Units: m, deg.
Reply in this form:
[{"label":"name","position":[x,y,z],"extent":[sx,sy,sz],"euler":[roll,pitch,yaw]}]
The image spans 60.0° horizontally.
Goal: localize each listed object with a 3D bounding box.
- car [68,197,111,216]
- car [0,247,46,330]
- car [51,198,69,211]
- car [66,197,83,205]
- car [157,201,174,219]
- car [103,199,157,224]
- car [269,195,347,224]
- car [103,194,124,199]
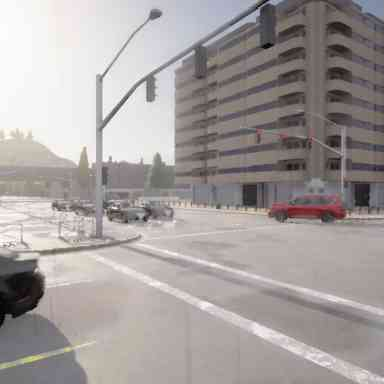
[{"label":"car","position":[-10.309,1.547,33.209],"extent":[2.128,1.511,4.902],"euler":[0,0,-35]},{"label":"car","position":[-4.808,1.504,4.871],"extent":[4.892,1.490,1.837],"euler":[0,0,-36]},{"label":"car","position":[-16.115,1.547,41.424],"extent":[2.128,1.511,4.902],"euler":[0,0,-35]},{"label":"car","position":[-22.008,1.619,62.189],"extent":[1.994,1.385,4.181],"euler":[0,0,-35]},{"label":"car","position":[-3.395,1.547,29.499],"extent":[2.128,1.511,4.902],"euler":[0,0,-35]},{"label":"car","position":[-5.063,1.547,25.796],"extent":[2.128,1.511,4.902],"euler":[0,0,-35]},{"label":"car","position":[8.659,1.267,25.122],"extent":[5.566,2.045,2.150],"euler":[0,2,24]},{"label":"car","position":[-9.095,1.277,37.551],"extent":[2.150,2.045,5.566],"euler":[0,0,-35]}]
